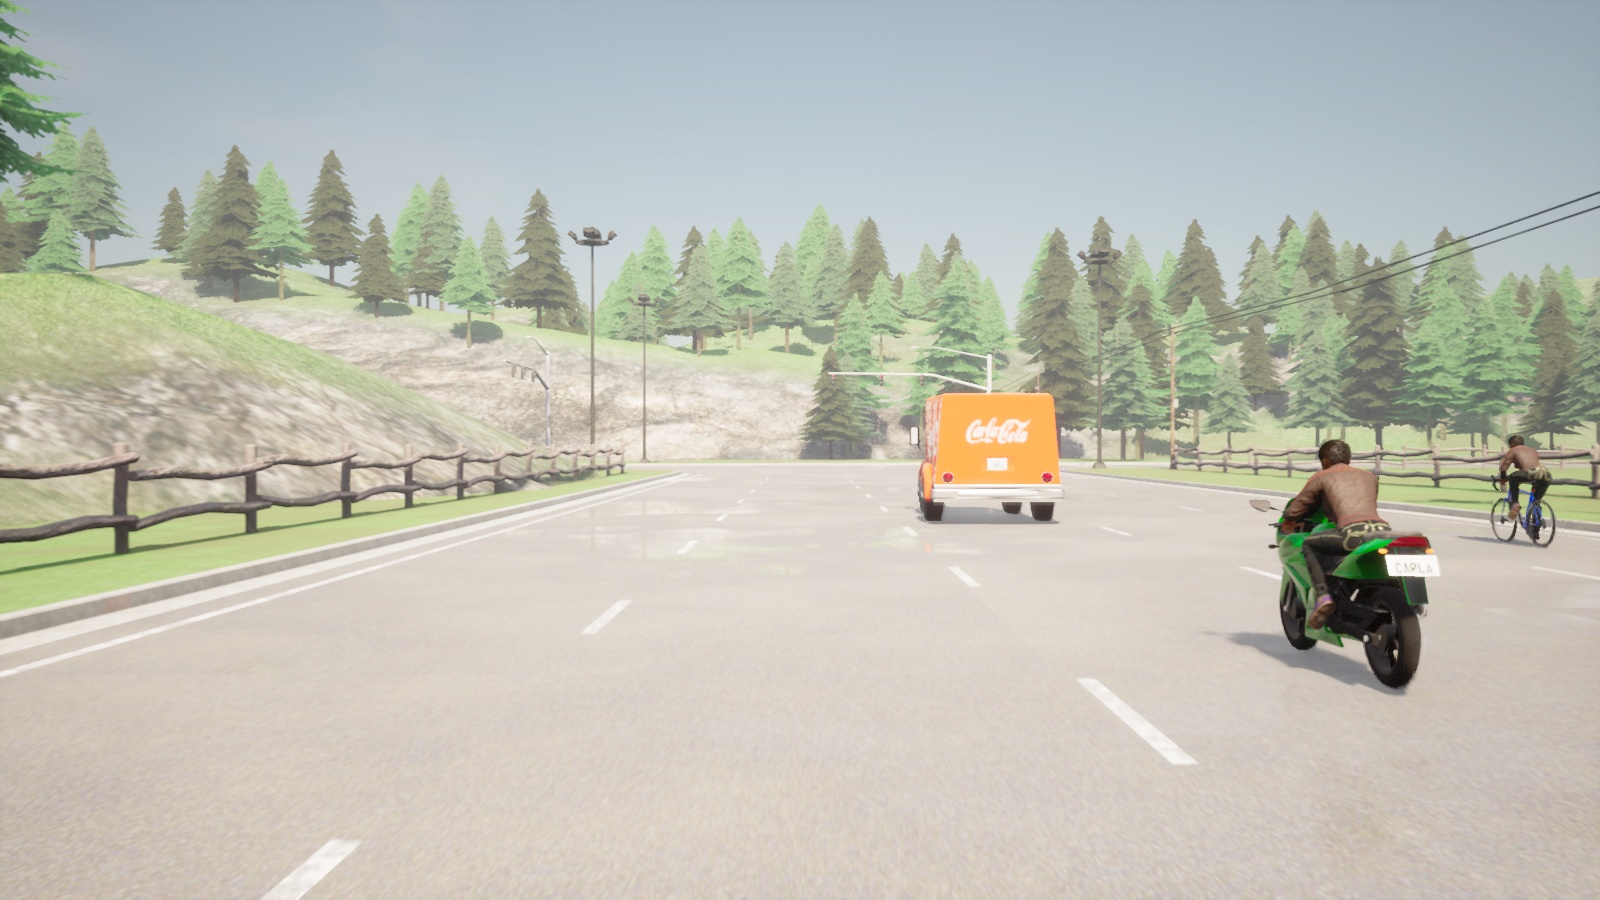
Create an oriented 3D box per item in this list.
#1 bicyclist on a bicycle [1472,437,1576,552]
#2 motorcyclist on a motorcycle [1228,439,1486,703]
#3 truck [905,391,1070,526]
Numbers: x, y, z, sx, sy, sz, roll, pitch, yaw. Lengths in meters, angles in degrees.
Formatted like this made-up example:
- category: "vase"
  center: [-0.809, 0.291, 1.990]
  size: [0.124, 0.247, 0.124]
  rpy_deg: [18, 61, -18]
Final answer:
- category: "bicyclist on a bicycle"
  center: [10.620, 0.624, 18.482]
  size: [0.582, 1.620, 1.656]
  rpy_deg: [0, 0, 0]
- category: "motorcyclist on a motorcycle"
  center: [3.562, 0.694, 8.270]
  size: [0.797, 1.523, 2.044]
  rpy_deg: [0, 0, 0]
- category: "truck"
  center: [3.660, 0.147, 25.661]
  size: [2.627, 2.467, 5.204]
  rpy_deg: [0, 0, 1]
